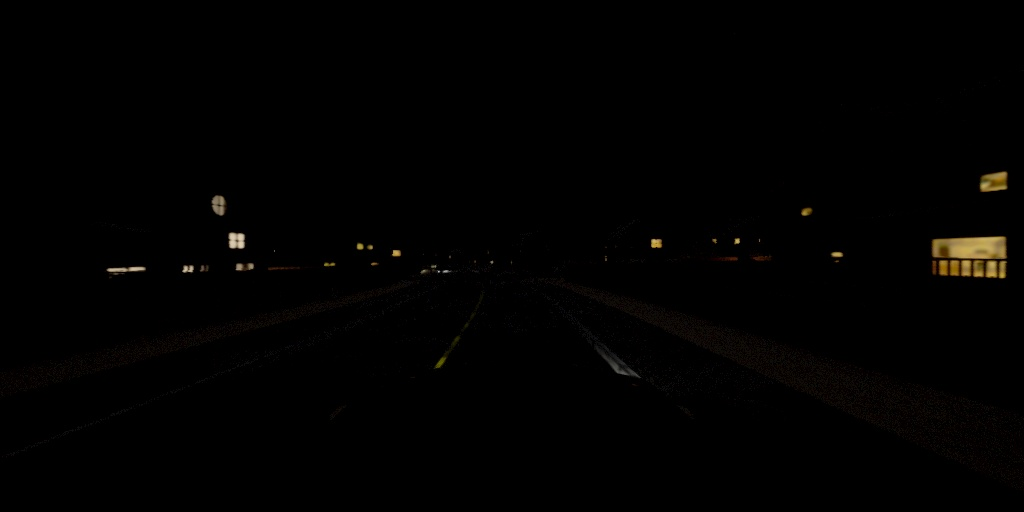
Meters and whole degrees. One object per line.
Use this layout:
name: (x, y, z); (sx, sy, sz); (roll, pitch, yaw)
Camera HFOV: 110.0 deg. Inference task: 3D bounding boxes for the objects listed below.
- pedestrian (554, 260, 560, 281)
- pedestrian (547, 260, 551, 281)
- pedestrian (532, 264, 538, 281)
pedestrian: (4.169, 1.315, 32.719); (0.375, 1.860, 0.375); (-1, 0, -6)
pedestrian: (3.259, 1.287, 32.017); (0.375, 1.860, 0.375); (-1, 0, -6)
pedestrian: (2.137, 1.316, 33.103); (0.375, 1.860, 0.375); (-1, 0, -6)
